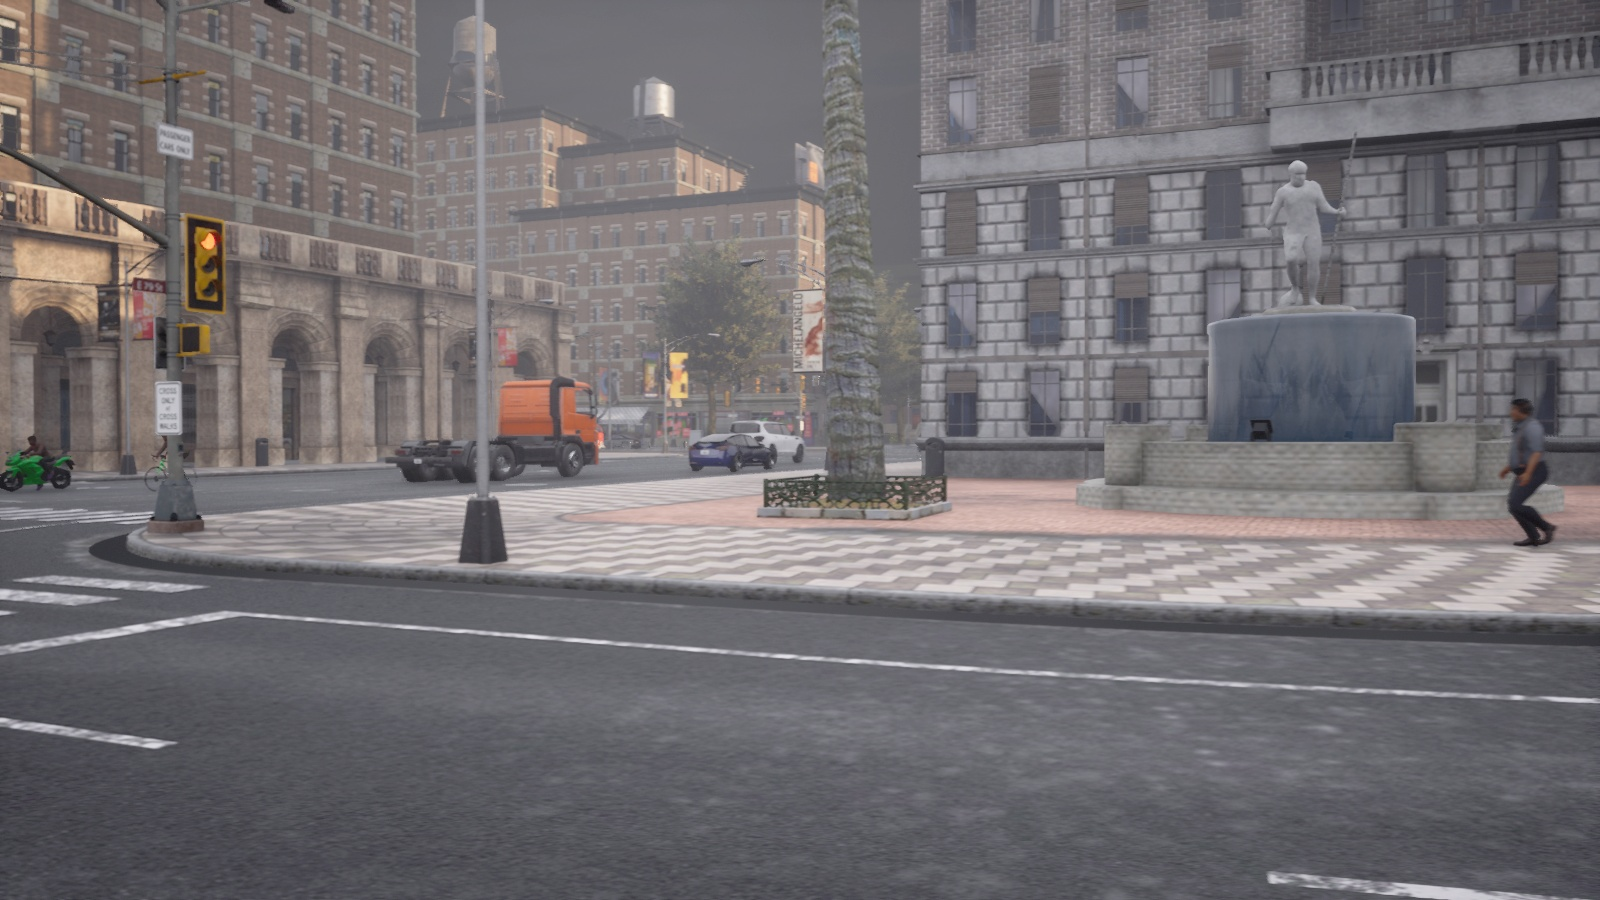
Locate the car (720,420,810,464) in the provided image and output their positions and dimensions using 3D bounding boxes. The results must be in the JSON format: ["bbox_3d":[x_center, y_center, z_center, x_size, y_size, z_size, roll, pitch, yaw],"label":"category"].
[{"bbox_3d":[-1.617,-0.381,60.629,2.150,2.045,5.566,1,0,24],"label":"car"}]

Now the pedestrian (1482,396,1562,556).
[{"bbox_3d":[8.532,0.294,14.868,0.694,1.848,0.540,0,1,16],"label":"pedestrian"}]

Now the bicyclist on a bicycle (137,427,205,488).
[{"bbox_3d":[-17.225,0.191,34.430,0.582,1.620,1.656,1,1,25],"label":"bicyclist on a bicycle"}]

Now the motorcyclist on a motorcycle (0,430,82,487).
[{"bbox_3d":[-20.947,0.204,34.505,0.797,1.523,2.044,1,1,24],"label":"motorcyclist on a motorcycle"}]

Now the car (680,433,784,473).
[{"bbox_3d":[-2.617,0.066,49.778,2.163,1.488,4.792,1,1,24],"label":"car"}]

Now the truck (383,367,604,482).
[{"bbox_3d":[-9.984,-0.828,41.963,2.891,3.462,7.936,1,1,24],"label":"truck"}]
